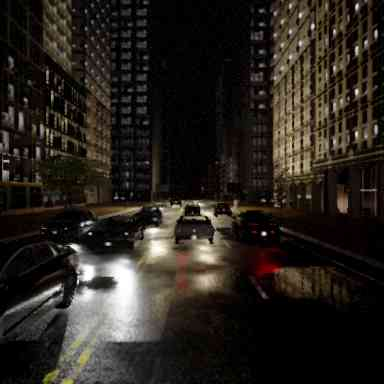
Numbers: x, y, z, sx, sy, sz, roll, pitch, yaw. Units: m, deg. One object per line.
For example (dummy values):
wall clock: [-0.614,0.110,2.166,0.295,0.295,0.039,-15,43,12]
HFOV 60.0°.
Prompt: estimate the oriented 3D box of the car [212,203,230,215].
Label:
car: [3.324,1.968,36.987,2.033,1.411,5.357,0,-1,0]

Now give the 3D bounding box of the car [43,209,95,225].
car: [-6.553,1.716,18.362,1.837,1.490,4.892,0,-1,1]

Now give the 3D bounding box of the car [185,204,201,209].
car: [0.082,2.052,39.781,1.895,1.301,4.718,0,-1,0]

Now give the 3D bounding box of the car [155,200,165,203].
car: [-6.509,2.325,67.743,1.895,1.301,4.718,0,-1,0]

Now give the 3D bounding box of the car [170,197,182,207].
car: [-3.259,1.954,67.744,2.150,2.045,5.566,0,-1,0]

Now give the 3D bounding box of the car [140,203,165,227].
car: [-3.253,1.844,25.882,2.033,1.411,5.357,0,-1,0]

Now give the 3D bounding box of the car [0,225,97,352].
car: [-3.347,1.554,5.303,2.128,1.511,4.902,0,-1,0]

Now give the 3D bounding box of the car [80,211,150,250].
car: [-3.320,1.779,15.394,1.895,1.301,4.718,0,-1,0]

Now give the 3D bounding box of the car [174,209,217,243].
car: [0.100,1.800,17.300,1.895,1.301,4.718,0,-1,0]

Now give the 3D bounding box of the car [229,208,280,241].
car: [3.348,1.711,17.881,1.837,1.490,4.892,0,-1,0]
